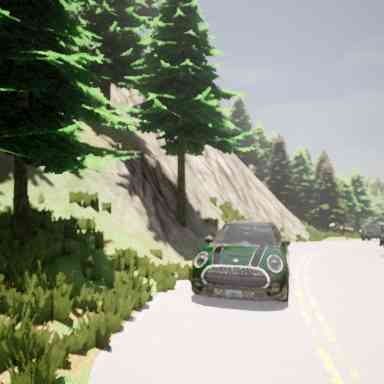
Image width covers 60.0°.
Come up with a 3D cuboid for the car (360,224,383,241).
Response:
[{"bbox_3d":[21.429,4.768,38.981,2.150,2.045,5.566,-1,-6,38],"label":"car"}]

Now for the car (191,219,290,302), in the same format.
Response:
[{"bbox_3d":[1.496,1.571,8.895,2.097,1.767,4.553,0,-3,17],"label":"car"}]

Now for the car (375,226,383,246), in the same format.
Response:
[{"bbox_3d":[17.890,4.051,29.323,1.812,1.442,4.674,-1,-7,39],"label":"car"}]
